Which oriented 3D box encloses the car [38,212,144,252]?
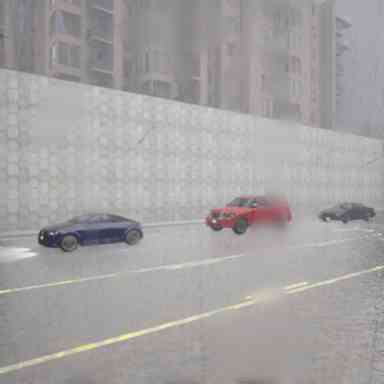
[{"bbox_3d":[-4.132,1.562,13.934,4.181,1.385,1.994,0,0,-36],"label":"car"}]

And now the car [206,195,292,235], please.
[{"bbox_3d":[3.428,1.215,19.318,5.566,2.045,2.150,0,0,-35],"label":"car"}]

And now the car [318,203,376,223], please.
[{"bbox_3d":[11.897,1.536,25.342,5.357,1.411,2.033,0,0,-35],"label":"car"}]
